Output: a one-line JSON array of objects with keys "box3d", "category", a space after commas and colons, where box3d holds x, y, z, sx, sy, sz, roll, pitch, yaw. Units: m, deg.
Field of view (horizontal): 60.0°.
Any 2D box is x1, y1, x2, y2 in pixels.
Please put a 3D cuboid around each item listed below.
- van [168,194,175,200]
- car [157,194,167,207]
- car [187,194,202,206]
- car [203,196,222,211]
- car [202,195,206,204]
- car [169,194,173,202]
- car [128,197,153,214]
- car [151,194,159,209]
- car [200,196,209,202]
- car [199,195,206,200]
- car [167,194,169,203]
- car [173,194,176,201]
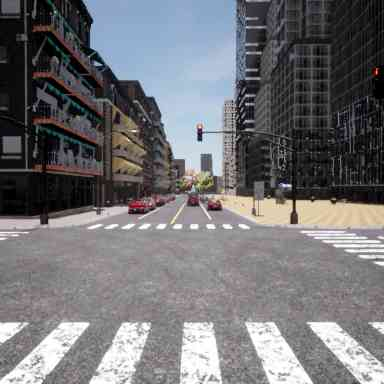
[{"box3d": [-5.547, 1.350, 91.899, 1.690, 1.788, 3.998, -1, 0, 0], "category": "van"}, {"box3d": [-5.615, 1.312, 52.358, 2.192, 1.841, 5.009, -1, 0, 0], "category": "car"}, {"box3d": [0.195, 1.475, 54.908, 1.882, 1.535, 5.008, 0, 0, 0], "category": "car"}, {"box3d": [2.716, 1.540, 41.103, 1.887, 1.381, 4.507, -1, 0, 0], "category": "car"}, {"box3d": [2.755, 1.551, 63.698, 2.008, 1.369, 4.403, -1, 0, 0], "category": "car"}, {"box3d": [-5.582, 1.583, 69.305, 1.802, 1.307, 4.206, -1, 0, 0], "category": "car"}, {"box3d": [-5.640, 1.540, 35.411, 1.887, 1.381, 4.507, -1, 0, 0], "category": "car"}, {"box3d": [-5.632, 1.436, 41.060, 1.967, 1.590, 4.097, -1, 0, 0], "category": "car"}, {"box3d": [2.775, 1.548, 74.997, 1.887, 1.381, 4.507, -1, 0, 0], "category": "car"}, {"box3d": [2.803, 1.534, 92.114, 1.752, 1.417, 4.829, -1, 0, 0], "category": "car"}, {"box3d": [-5.603, 1.439, 58.006, 1.967, 1.590, 4.097, -1, 0, 0], "category": "car"}, {"box3d": [-5.557, 1.322, 86.252, 2.192, 1.841, 5.009, -1, 0, 0], "category": "car"}]
